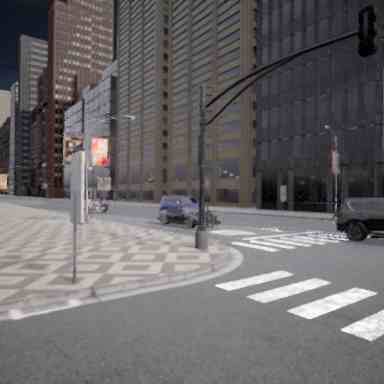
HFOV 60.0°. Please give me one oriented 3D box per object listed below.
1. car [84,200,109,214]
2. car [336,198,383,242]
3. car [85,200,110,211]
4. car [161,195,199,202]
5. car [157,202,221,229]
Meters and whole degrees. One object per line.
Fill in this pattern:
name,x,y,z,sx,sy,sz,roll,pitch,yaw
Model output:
car,-11.055,1.655,37.270,1.812,1.442,4.674,1,-1,-35
car,9.202,1.269,14.591,2.150,2.045,5.566,1,-1,-36
car,-13.005,1.795,45.622,1.895,1.301,4.718,1,-1,-35
car,-0.753,1.328,28.473,2.150,2.045,5.566,1,0,-36
car,-0.395,1.606,22.393,2.033,1.411,5.357,1,-1,-36
